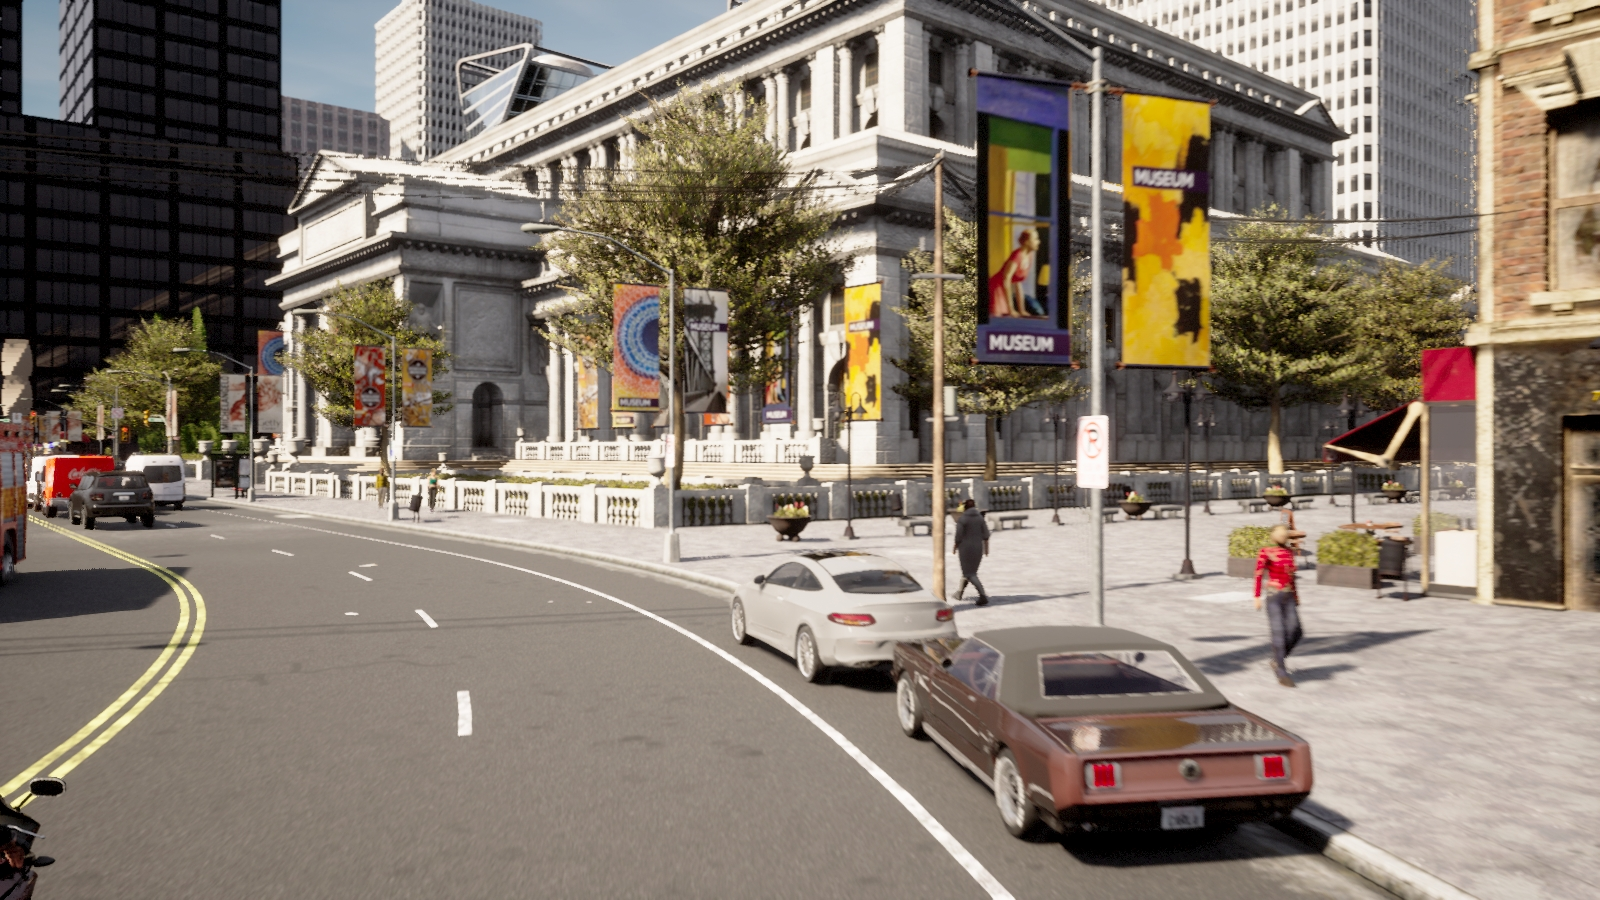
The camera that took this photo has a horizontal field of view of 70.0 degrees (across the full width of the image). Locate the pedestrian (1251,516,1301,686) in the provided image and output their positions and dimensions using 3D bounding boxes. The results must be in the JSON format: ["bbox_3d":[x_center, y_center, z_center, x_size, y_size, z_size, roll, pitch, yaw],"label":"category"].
[{"bbox_3d":[5.388,1.696,12.950,0.375,1.860,0.375,0,0,-13],"label":"pedestrian"}]

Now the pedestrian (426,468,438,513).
[{"bbox_3d":[-15.453,1.703,47.981,0.375,1.860,0.375,0,0,-33],"label":"pedestrian"}]

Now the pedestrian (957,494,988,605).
[{"bbox_3d":[2.955,1.695,19.568,0.375,1.860,0.375,0,0,-27],"label":"pedestrian"}]

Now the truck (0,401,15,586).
[{"bbox_3d":[-16.718,0.896,20.466,2.891,3.827,8.468,0,0,-24],"label":"truck"}]

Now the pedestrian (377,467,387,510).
[{"bbox_3d":[-18.530,1.702,50.636,0.375,1.860,0.375,0,0,-28],"label":"pedestrian"}]

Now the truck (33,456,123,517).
[{"bbox_3d":[-31.030,1.552,49.030,2.627,2.467,5.204,0,-2,-39],"label":"truck"}]

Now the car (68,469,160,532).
[{"bbox_3d":[-25.418,1.788,42.237,2.150,2.045,5.566,0,0,-39],"label":"car"}]

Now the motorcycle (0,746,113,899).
[{"bbox_3d":[-3.955,2.206,4.955,0.867,1.251,2.209,0,0,-8],"label":"motorcycle"}]

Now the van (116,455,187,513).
[{"bbox_3d":[-30.963,1.545,54.457,1.988,2.561,5.915,0,0,-39],"label":"van"}]

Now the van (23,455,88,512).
[{"bbox_3d":[-35.691,1.547,54.700,1.988,2.561,5.915,0,0,-39],"label":"van"}]
